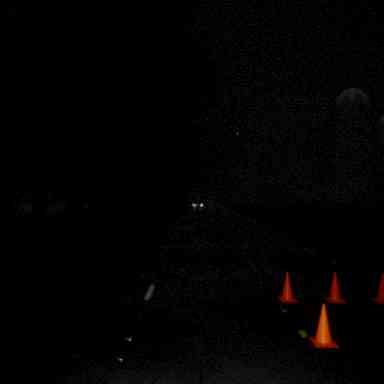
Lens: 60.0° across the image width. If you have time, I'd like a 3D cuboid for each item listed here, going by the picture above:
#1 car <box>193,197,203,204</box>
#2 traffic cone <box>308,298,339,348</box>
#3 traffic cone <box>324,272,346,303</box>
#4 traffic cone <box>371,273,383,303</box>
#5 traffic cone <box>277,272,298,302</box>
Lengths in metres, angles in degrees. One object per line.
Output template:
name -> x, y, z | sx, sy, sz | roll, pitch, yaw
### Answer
car -> 1.298, 1.866, 71.879 | 1.812, 1.442, 4.674 | 0, -1, 1
traffic cone -> 1.981, 1.975, 5.011 | 0.340, 0.580, 0.340 | 1, 0, 1
traffic cone -> 3.008, 1.985, 6.997 | 0.340, 0.580, 0.340 | 0, 0, 1
traffic cone -> 4.008, 1.993, 6.984 | 0.340, 0.580, 0.340 | 1, 0, 1
traffic cone -> 2.008, 1.976, 7.011 | 0.340, 0.580, 0.340 | 0, 0, 1
